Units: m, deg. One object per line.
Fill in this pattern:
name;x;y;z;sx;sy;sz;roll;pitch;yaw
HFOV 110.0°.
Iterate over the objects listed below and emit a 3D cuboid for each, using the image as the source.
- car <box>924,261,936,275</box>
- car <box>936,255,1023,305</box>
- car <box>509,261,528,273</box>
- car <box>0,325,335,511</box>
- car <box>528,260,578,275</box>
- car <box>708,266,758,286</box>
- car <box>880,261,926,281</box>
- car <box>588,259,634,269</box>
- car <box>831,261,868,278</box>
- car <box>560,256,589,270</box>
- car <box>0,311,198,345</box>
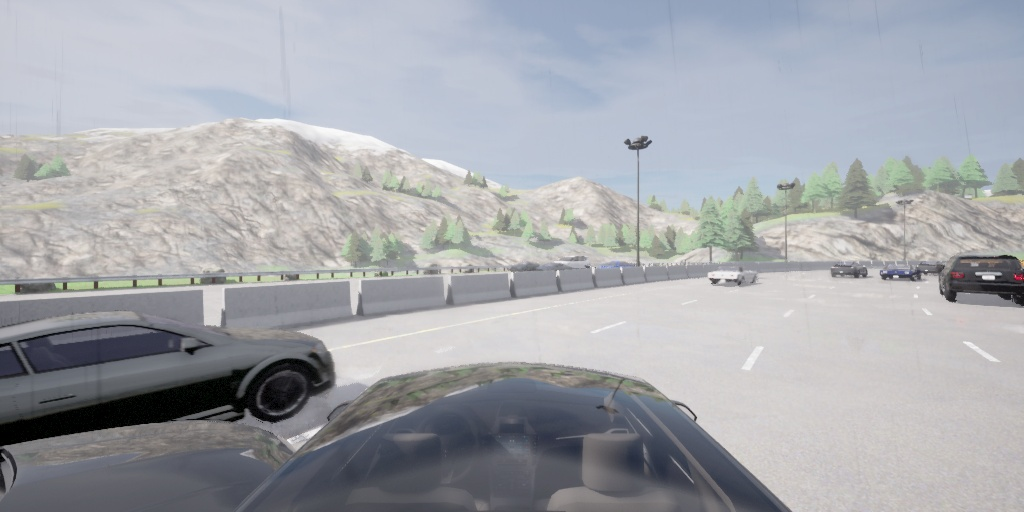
car;43.311;1.241;36.877;4.902;1.511;2.128;0;0;-31
car;21.286;0.971;16.340;5.566;2.045;2.150;0;0;-43
car;1.710;1.314;41.277;4.181;1.385;1.994;0;0;-42
car;-2.983;1.255;0.544;4.892;1.490;1.837;0;0;-45
car;3.922;1.314;33.861;4.181;1.385;1.994;0;0;-42
car;15.825;1.350;25.546;4.718;1.301;1.895;0;0;-42
car;32.304;1.351;29.743;4.718;1.301;1.895;0;0;-35
car;9.830;1.227;34.466;5.008;1.535;1.882;0;0;-41
car;31.373;1.241;33.354;4.902;1.511;2.128;0;0;-35
car;6.707;0.974;41.013;5.566;2.045;2.150;0;0;-40
car;-4.295;1.313;3.943;1.994;1.385;4.181;0;0;38
